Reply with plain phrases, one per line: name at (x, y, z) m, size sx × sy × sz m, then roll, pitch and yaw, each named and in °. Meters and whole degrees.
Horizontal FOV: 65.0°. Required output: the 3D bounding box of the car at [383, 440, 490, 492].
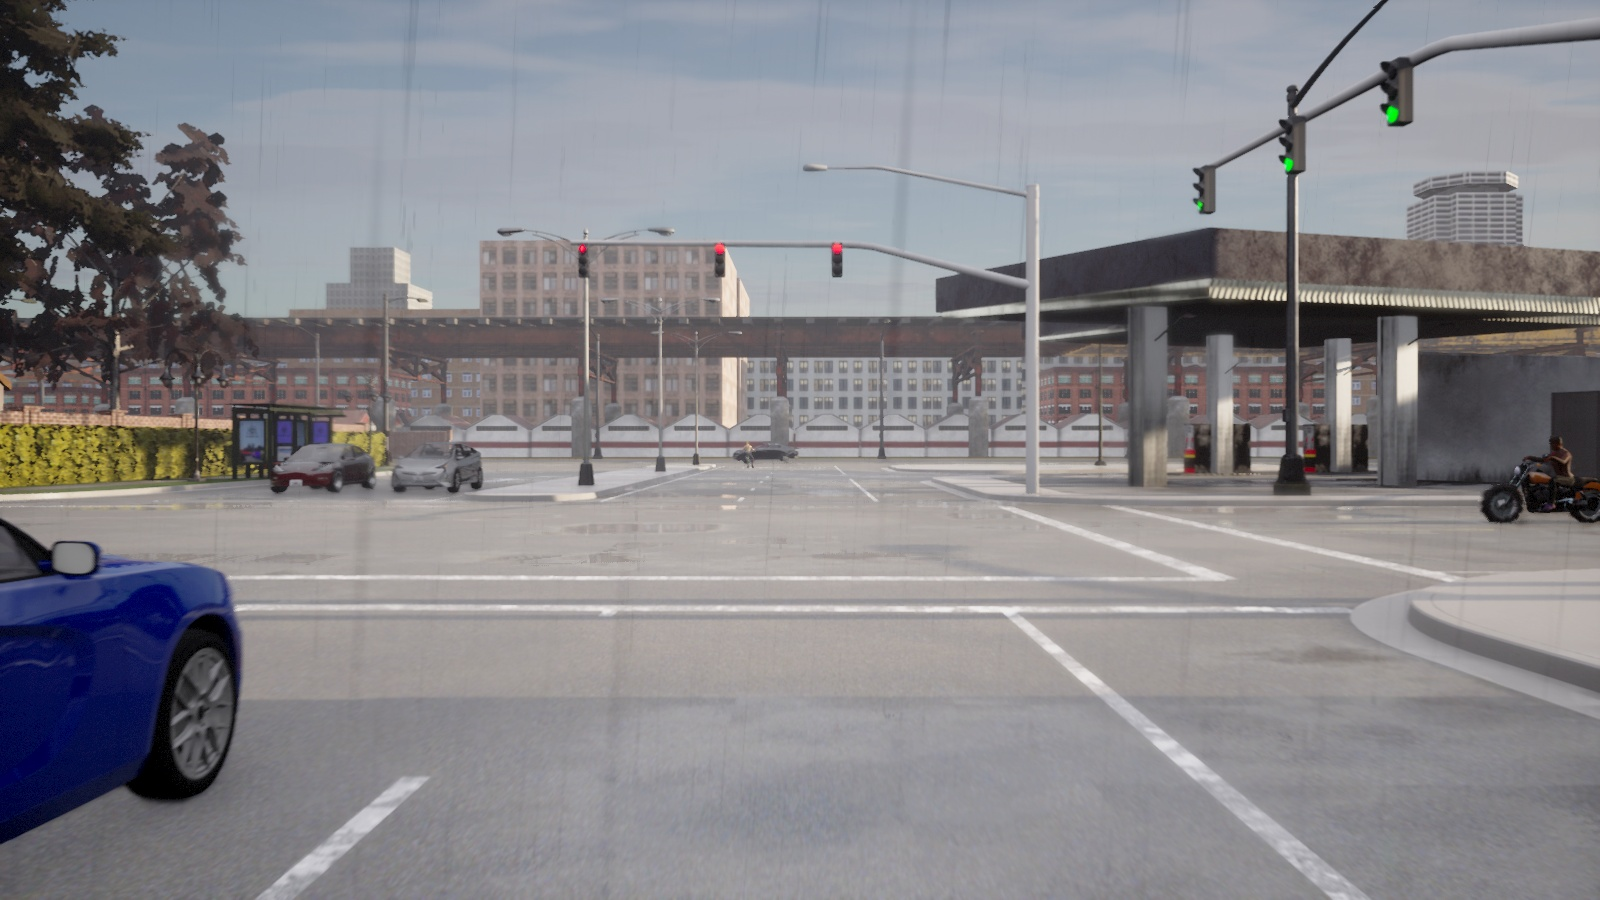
car at (-11.261, 0.463, 39.250) m, size 2.007 × 1.525 × 4.514 m, roll 0°, pitch 0°, yaw 0°

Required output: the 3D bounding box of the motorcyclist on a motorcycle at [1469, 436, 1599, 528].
motorcyclist on a motorcycle at (13.665, 0.578, 23.077) m, size 2.350 × 1.649 × 0.766 m, roll 0°, pitch 0°, yaw -1°

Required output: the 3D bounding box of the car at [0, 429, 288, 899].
car at (-3.464, 0.701, 3.640) m, size 1.882 × 1.535 × 5.008 m, roll 0°, pitch 0°, yaw 0°

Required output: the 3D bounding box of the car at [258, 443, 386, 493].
car at (-14.783, 0.514, 39.154) m, size 2.163 × 1.488 × 4.792 m, roll 0°, pitch 0°, yaw 0°

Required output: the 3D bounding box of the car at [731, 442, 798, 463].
car at (-2.603, 0.178, 92.832) m, size 4.902 × 1.511 × 2.128 m, roll 0°, pitch 0°, yaw 1°
